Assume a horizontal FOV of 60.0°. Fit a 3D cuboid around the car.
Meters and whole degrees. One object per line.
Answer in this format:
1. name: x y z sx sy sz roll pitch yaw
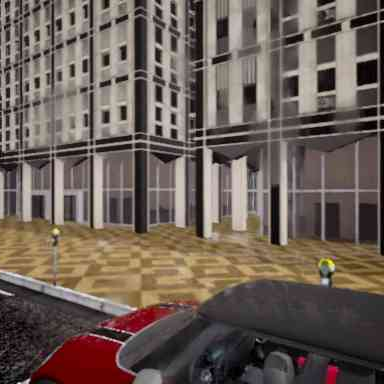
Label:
1. car: 0.532 1.439 2.498 4.097 1.590 1.967 0 0 35
